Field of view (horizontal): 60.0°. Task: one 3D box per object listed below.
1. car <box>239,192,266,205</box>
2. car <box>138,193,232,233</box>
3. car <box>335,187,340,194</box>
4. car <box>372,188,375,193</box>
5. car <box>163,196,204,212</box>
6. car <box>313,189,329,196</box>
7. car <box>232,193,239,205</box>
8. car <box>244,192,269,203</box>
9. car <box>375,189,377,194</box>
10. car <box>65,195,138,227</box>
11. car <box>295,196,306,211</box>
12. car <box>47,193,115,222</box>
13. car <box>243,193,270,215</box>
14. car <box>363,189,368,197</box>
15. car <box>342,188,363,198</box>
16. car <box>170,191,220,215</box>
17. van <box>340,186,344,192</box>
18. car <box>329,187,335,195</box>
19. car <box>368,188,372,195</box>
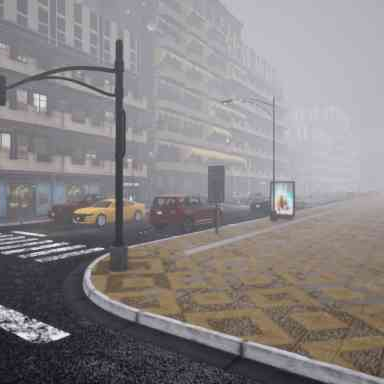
[{"bbox_3d":[7.813,0.784,39.304,1.837,1.490,4.892,0,2,35],"label":"car"},{"bbox_3d":[-0.179,1.026,17.728,2.192,1.841,5.009,1,2,35],"label":"car"},{"bbox_3d":[34.175,-0.240,81.600,1.967,1.590,4.097,2,2,35],"label":"car"},{"bbox_3d":[37.916,-0.012,72.321,1.887,1.381,4.507,1,2,35],"label":"car"},{"bbox_3d":[-0.739,1.069,31.577,1.802,1.307,4.206,2,2,35],"label":"car"},{"bbox_3d":[27.826,-0.025,72.503,1.967,1.590,4.097,2,2,35],"label":"car"},{"bbox_3d":[5.609,0.828,40.672,2.008,1.369,4.403,2,2,35],"label":"car"},{"bbox_3d":[8.782,0.754,45.220,1.802,1.307,4.206,2,2,35],"label":"car"},{"bbox_3d":[44.265,-0.221,81.419,2.008,1.369,4.403,1,2,35],"label":"car"},{"bbox_3d":[-5.054,1.180,20.885,1.882,1.535,5.008,0,1,34],"label":"car"},{"bbox_3d":[9.344,0.964,31.382,1.947,1.339,4.313,1,2,35],"label":"car"},{"bbox_3d":[-7.085,1.010,22.474,2.192,1.841,5.009,1,2,35],"label":"car"},{"bbox_3d":[6.169,1.069,26.832,1.947,1.339,4.313,1,2,35],"label":"car"},{"bbox_3d":[31.567,0.098,63.220,1.967,1.590,4.097,1,2,35],"label":"car"},{"bbox_3d":[28.392,0.308,58.675,1.887,1.381,4.507,1,2,35],"label":"car"},{"bbox_3d":[0.331,0.878,28.606,2.097,1.767,4.553,0,1,35],"label":"car"},{"bbox_3d":[37.349,-0.446,86.145,1.690,1.788,3.998,2,2,35],"label":"van"},{"bbox_3d":[31.000,-0.028,77.055,1.887,1.381,4.507,2,2,35],"label":"car"},{"bbox_3d":[34.741,0.095,67.772,1.887,1.381,4.507,1,2,35],"label":"car"}]
